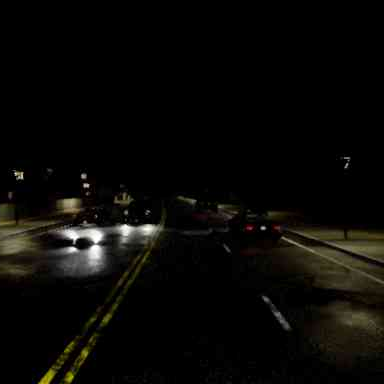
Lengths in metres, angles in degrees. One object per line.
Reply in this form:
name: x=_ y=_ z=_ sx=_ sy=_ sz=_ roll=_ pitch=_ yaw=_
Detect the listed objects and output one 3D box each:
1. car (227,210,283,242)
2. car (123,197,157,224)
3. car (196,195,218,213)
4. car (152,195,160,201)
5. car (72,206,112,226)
car: x=3.019 y=1.625 z=16.899 sx=2.033 sy=1.411 sz=5.357 roll=0 pitch=0 yaw=-2
car: x=-4.074 y=1.480 z=25.942 sx=2.097 sy=1.767 sz=4.553 roll=0 pitch=0 yaw=-3
car: x=1.713 y=1.404 z=39.902 sx=2.150 sy=2.045 sz=5.566 roll=0 pitch=0 yaw=-4
car: x=-7.338 y=1.426 z=66.441 sx=1.812 sy=1.442 sz=4.674 roll=0 pitch=0 yaw=-5
car: x=-7.243 y=1.727 z=24.444 sx=1.895 sy=1.301 sz=4.718 roll=0 pitch=0 yaw=-3
